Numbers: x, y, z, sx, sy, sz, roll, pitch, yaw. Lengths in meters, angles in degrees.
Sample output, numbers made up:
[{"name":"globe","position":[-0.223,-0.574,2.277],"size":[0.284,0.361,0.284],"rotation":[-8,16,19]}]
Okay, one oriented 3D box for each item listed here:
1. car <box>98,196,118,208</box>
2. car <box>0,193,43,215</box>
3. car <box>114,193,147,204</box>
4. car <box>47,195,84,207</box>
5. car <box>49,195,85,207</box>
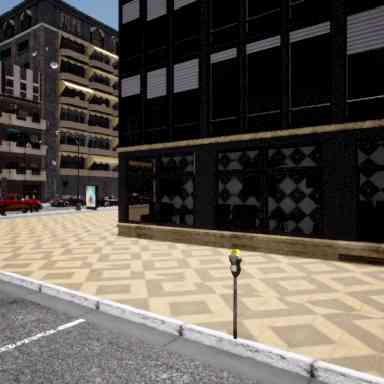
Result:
[{"name":"car","position":[-9.271,1.072,37.901],"size":[1.947,1.339,4.313],"rotation":[1,2,35]},{"name":"car","position":[-15.642,1.029,28.813],"size":[2.192,1.841,5.009],"rotation":[1,2,35]},{"name":"car","position":[-8.895,0.853,48.519],"size":[1.812,1.442,4.674],"rotation":[0,1,35]},{"name":"car","position":[-16.166,1.074,42.663],"size":[1.802,1.307,4.206],"rotation":[1,2,35]},{"name":"car","position":[-14.699,1.082,40.274],"size":[1.994,1.385,4.181],"rotation":[0,1,35]}]
